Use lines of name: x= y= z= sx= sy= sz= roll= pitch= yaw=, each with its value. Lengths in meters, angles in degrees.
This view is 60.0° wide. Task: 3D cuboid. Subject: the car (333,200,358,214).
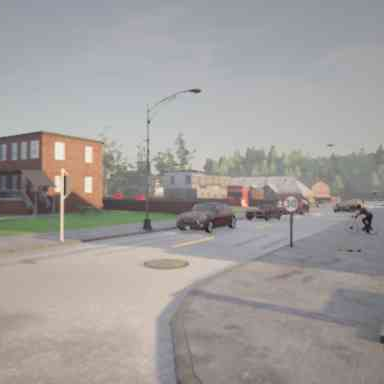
car: x=18.719 y=1.946 z=40.806 sx=1.895 sy=1.301 sz=4.718 roll=0 pitch=0 yaw=33

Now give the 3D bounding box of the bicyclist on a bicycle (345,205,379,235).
bicyclist on a bicycle: x=9.207 y=1.511 z=18.030 sx=1.656 sy=1.620 sz=0.582 roll=0 pitch=-1 yaw=33

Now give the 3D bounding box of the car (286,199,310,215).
car: x=11.894 y=1.629 z=37.796 sx=2.097 sy=1.767 sz=4.553 roll=0 pitch=0 yaw=33

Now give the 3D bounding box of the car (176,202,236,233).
car: x=0.951 y=1.461 z=20.703 sx=2.097 sy=1.767 sz=4.553 roll=0 pitch=0 yaw=33

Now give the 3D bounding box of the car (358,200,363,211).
car: x=24.130 y=1.906 z=49.358 sx=1.882 sy=1.535 sz=5.008 roll=0 pitch=0 yaw=33

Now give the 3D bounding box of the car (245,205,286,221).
car: x=6.357 y=1.793 z=29.165 sx=1.895 sy=1.301 sz=4.718 roll=0 pitch=0 yaw=33
